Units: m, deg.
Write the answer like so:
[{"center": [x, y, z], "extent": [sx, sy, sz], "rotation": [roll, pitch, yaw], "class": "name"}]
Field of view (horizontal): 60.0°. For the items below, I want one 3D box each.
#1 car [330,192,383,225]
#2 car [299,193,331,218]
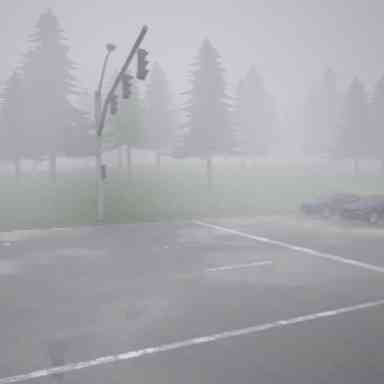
[{"center": [10.515, 0.861, 18.572], "extent": [5.008, 1.535, 1.882], "rotation": [-2, 1, -22], "class": "car"}, {"center": [9.414, 0.804, 21.898], "extent": [5.008, 1.535, 1.882], "rotation": [-2, 1, -22], "class": "car"}]
